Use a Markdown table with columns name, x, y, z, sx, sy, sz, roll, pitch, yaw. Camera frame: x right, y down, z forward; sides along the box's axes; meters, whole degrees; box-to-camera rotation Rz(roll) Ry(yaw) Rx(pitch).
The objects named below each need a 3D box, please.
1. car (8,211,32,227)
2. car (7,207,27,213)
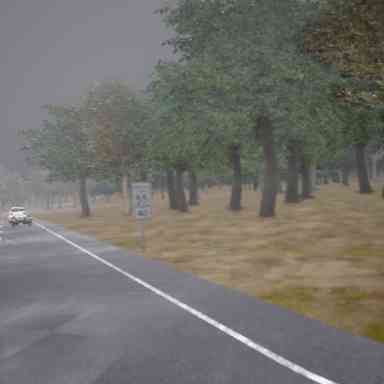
| name | x | y | z | sx | sy | sz | roll | pitch | yaw |
| --- | --- | --- | --- | --- | --- | --- | --- | --- | --- |
| car | -18.543 | 3.044 | 36.079 | 1.895 | 1.301 | 4.718 | -3 | -1 | -29 |
| car | -23.724 | 3.077 | 45.223 | 2.150 | 2.045 | 5.566 | -3 | -1 | -29 |
